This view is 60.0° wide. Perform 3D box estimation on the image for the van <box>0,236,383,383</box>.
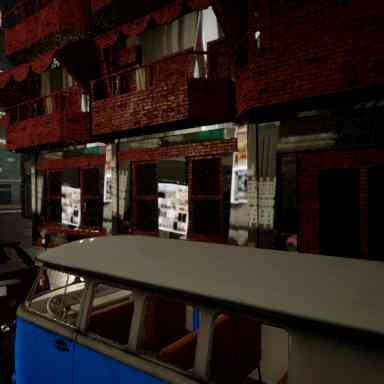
[{"bbox_3d":[0.200,1.341,2.592,3.998,1.788,1.690,0,-1,36],"label":"van"}]
